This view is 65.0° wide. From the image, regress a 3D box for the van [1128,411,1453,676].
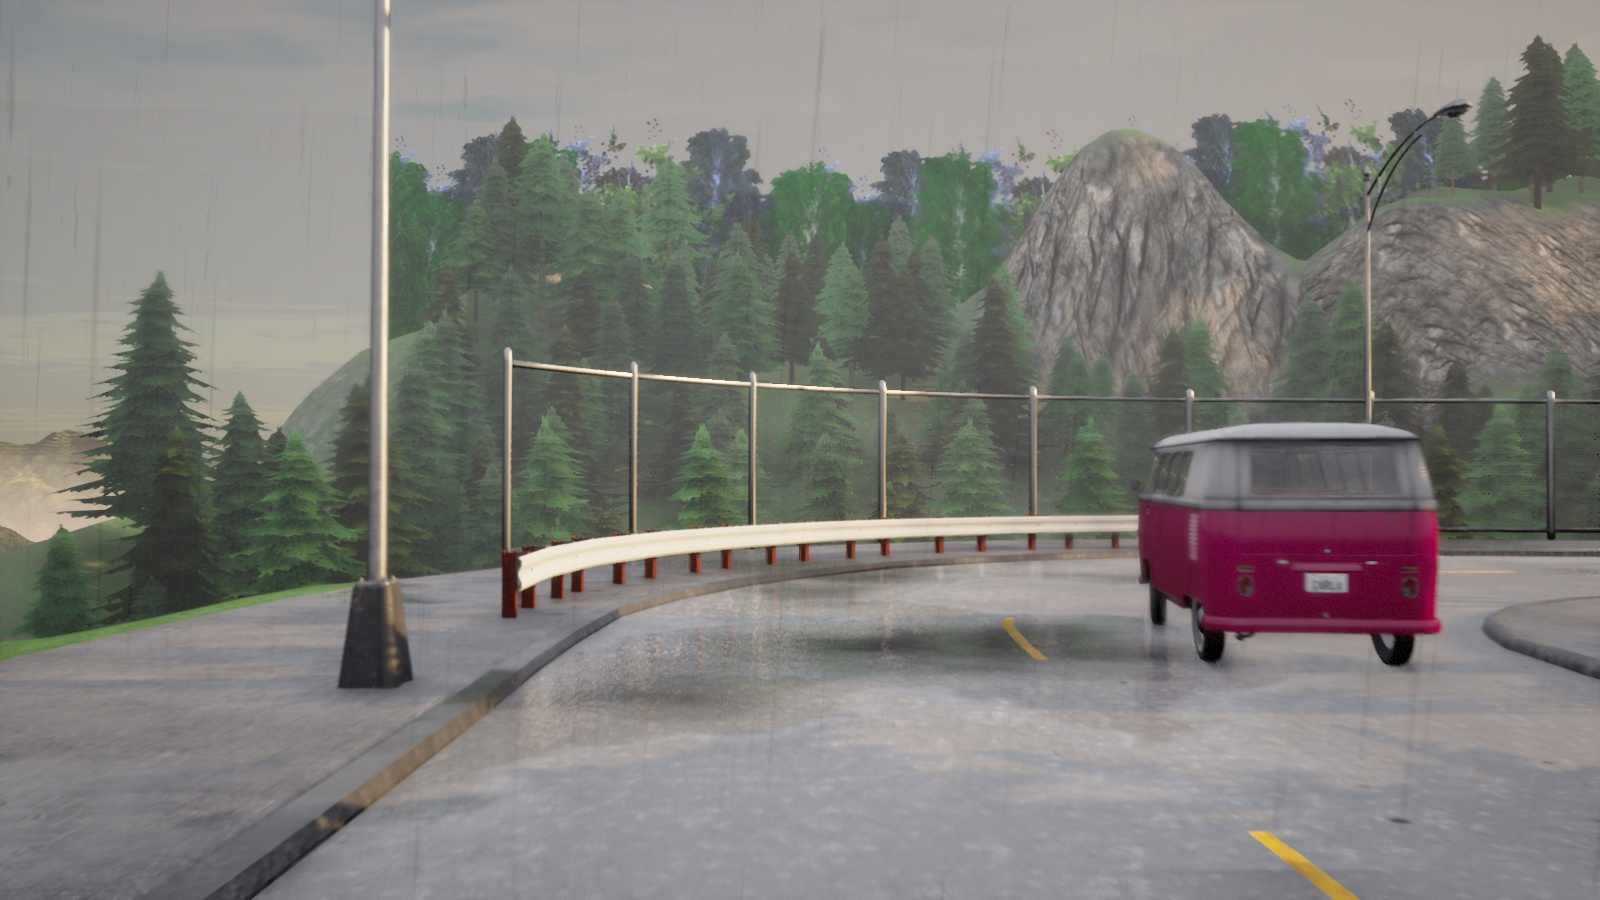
[{"bbox_3d":[4.276,0.748,11.724,1.775,1.987,4.442,-1,-1,7],"label":"van"}]
